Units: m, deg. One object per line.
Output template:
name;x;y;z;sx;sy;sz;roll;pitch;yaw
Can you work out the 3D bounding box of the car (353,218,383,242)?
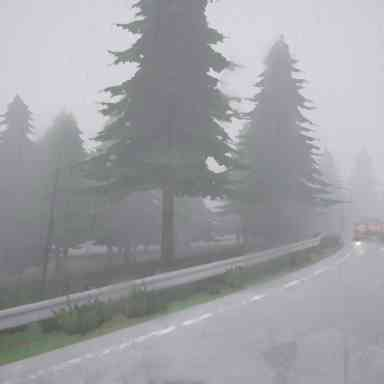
car;12.484;2.576;23.181;2.097;1.767;4.553;1;-5;23
